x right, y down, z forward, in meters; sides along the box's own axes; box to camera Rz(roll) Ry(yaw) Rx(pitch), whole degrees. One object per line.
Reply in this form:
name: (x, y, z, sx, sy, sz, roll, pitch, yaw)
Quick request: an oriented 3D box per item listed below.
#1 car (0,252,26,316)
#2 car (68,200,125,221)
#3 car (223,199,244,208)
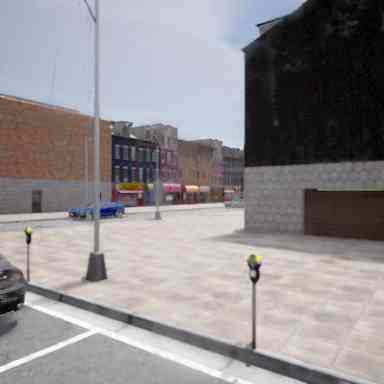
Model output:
car: (-4.849, 1.550, 6.269, 4.403, 1.369, 2.008, 0, 0, 36)
car: (-7.891, 1.485, 27.875, 1.882, 1.535, 5.008, 0, 0, 36)
car: (6.426, 1.612, 47.662, 1.895, 1.301, 4.718, 0, 0, 36)
